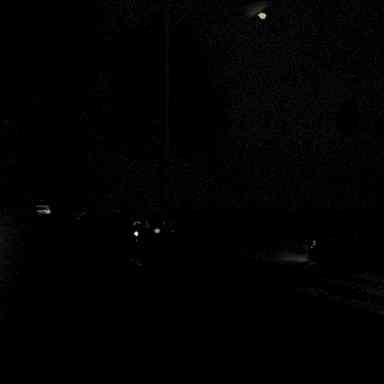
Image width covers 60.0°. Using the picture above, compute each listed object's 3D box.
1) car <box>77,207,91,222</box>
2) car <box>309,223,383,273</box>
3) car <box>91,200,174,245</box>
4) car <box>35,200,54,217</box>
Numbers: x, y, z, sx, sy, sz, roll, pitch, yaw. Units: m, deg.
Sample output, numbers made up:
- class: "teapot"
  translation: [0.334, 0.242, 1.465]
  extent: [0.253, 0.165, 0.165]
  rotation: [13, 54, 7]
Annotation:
- class: "car"
  translation: [-9.498, 2.091, 31.693]
  extent: [1.895, 1.301, 4.718]
  rotation: [0, -1, -34]
- class: "car"
  translation: [5.549, 1.594, 9.635]
  extent: [1.994, 1.385, 4.181]
  rotation: [0, -1, -34]
- class: "car"
  translation: [-3.097, 1.420, 17.076]
  extent: [2.150, 2.045, 5.566]
  rotation: [0, -1, -34]
- class: "car"
  translation: [-18.601, 1.952, 39.936]
  extent: [2.150, 2.045, 5.566]
  rotation: [0, -1, -34]
